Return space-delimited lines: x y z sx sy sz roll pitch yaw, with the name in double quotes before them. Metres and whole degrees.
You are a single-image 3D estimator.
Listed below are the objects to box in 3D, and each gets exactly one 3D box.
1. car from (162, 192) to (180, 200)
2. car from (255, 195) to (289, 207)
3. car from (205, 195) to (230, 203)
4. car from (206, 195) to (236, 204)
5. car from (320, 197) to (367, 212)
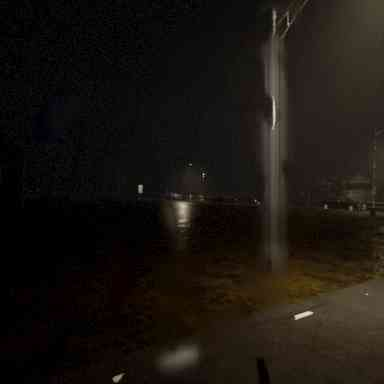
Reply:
"car" -4.618 0.872 71.927 2.097 1.767 4.553 2 -1 -35
"car" 10.591 1.172 44.255 1.837 1.490 4.892 2 0 -35
"car" 4.487 1.223 59.249 1.895 1.301 4.718 2 -1 -35
"car" 4.823 1.169 52.400 1.895 1.301 4.718 2 -1 -35
"car" 16.344 1.287 36.140 1.837 1.490 4.892 2 0 -35
